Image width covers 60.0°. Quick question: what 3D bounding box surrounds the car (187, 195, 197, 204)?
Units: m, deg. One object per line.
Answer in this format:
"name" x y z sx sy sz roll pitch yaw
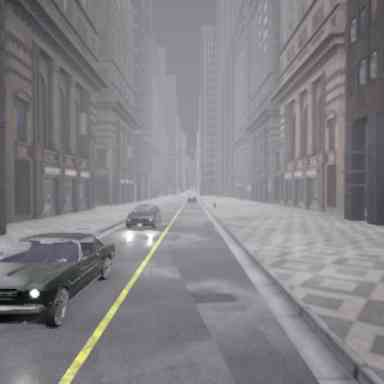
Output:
"car" 0.000 1.445 64.768 1.882 1.535 5.008 0 0 0

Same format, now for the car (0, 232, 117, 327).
"car" -3.062 1.601 7.118 1.895 1.301 4.718 0 0 0

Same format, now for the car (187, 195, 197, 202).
"car" 0.000 1.392 75.189 2.033 1.411 5.357 0 0 0

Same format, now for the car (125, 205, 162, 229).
"car" -3.040 1.544 22.042 2.033 1.411 5.357 0 0 0
